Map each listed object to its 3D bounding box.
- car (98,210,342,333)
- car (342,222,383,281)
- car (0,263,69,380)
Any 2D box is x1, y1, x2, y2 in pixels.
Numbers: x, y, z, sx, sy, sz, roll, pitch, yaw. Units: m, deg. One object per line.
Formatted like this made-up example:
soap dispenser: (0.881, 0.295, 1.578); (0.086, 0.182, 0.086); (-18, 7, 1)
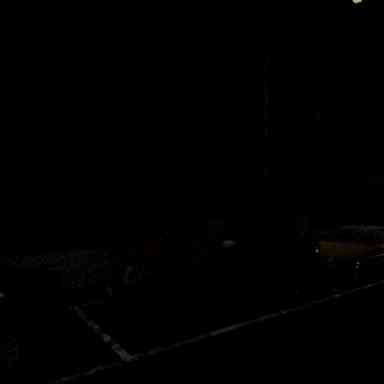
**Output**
car: (0.677, 1.353, 7.020); (5.009, 1.841, 2.192); (1, 0, -36)
car: (4.975, 1.608, 10.086); (4.829, 1.417, 1.752); (1, 0, -36)
car: (-3.760, 1.543, 3.852); (4.403, 1.369, 2.008); (1, 0, -36)
